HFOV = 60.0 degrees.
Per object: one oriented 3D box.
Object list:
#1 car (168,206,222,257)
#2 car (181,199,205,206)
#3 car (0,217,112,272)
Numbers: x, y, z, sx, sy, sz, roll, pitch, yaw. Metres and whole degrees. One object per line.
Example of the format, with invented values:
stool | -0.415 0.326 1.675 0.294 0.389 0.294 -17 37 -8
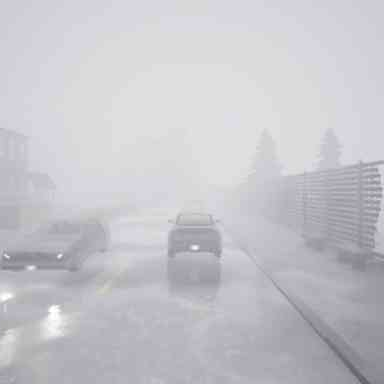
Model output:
car | 0.096 1.518 13.041 1.837 1.490 4.892 0 0 0
car | 0.091 1.384 30.936 2.097 1.767 4.553 0 0 0
car | -4.103 1.559 11.147 2.033 1.411 5.357 0 0 0
